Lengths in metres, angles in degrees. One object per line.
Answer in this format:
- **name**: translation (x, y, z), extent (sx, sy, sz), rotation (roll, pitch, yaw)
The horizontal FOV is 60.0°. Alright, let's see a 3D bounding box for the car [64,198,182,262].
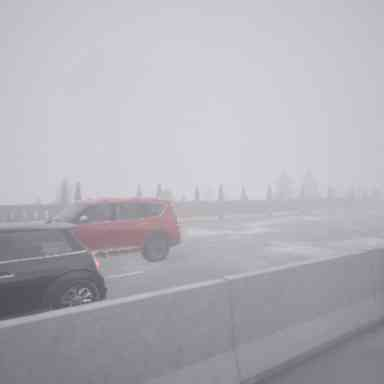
- **car**: translation (-2.944, 1.213, 10.491), extent (5.566, 2.045, 2.150), rotation (0, 0, -36)

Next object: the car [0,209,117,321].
- **car**: translation (-3.858, 1.352, 5.540), extent (4.553, 1.767, 2.097), rotation (0, 0, -36)
